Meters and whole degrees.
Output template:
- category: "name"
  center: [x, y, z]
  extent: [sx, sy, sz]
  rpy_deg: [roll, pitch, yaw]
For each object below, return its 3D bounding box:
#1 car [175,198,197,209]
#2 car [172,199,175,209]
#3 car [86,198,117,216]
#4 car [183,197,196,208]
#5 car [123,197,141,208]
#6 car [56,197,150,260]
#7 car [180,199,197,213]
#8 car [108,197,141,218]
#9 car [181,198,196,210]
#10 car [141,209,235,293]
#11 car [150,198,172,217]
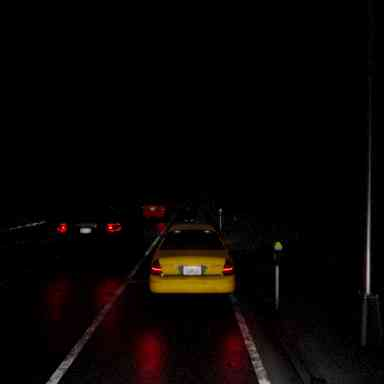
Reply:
- category: "car"
  center: [-0.393, 1.565, 33.084]
  extent: [1.947, 1.339, 4.313]
  rpy_deg: [-1, 0, 0]
- category: "car"
  center: [-3.056, 1.566, 43.417]
  extent: [1.994, 1.385, 4.181]
  rpy_deg: [0, 0, 0]
- category: "car"
  center: [-8.920, 1.440, 33.084]
  extent: [1.967, 1.590, 4.097]
  rpy_deg: [-1, 0, 0]
- category: "car"
  center: [-0.394, 1.550, 49.600]
  extent: [1.887, 1.381, 4.507]
  rpy_deg: [-1, 0, 0]
- category: "car"
  center: [-8.919, 1.549, 49.600]
  extent: [1.887, 1.381, 4.507]
  rpy_deg: [-1, 0, 0]
- category: "car"
  center: [-3.147, 1.221, 12.538]
  extent: [2.150, 2.045, 5.566]
  rpy_deg: [0, 0, 0]
- category: "car"
  center: [-0.393, 1.546, 38.589]
  extent: [1.887, 1.381, 4.507]
  rpy_deg: [-1, 0, 0]
- category: "car"
  center: [-6.237, 1.351, 31.231]
  extent: [2.097, 1.767, 4.553]
  rpy_deg: [0, 0, 0]
- category: "car"
  center: [-0.393, 1.548, 44.094]
  extent: [1.887, 1.381, 4.507]
  rpy_deg: [-1, 0, 0]
- category: "car"
  center: [0.005, 1.455, 8.841]
  extent: [1.801, 1.575, 5.366]
  rpy_deg: [0, 0, 0]
- category: "car"
  center: [-3.058, 1.350, 27.937]
  extent: [2.097, 1.767, 4.553]
  rpy_deg: [0, 0, 0]
